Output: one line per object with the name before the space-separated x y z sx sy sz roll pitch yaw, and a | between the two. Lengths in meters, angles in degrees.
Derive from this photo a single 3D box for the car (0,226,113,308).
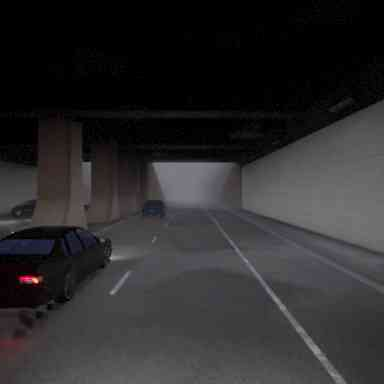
car | -3.409 1.544 8.149 2.033 1.411 5.357 0 0 0

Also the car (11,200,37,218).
car | -14.103 1.481 29.482 2.128 1.511 4.902 0 0 0

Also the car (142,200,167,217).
car | -3.409 1.466 30.744 1.882 1.535 5.008 0 0 0

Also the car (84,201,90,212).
car | -10.605 1.588 35.983 1.895 1.301 4.718 0 0 0
